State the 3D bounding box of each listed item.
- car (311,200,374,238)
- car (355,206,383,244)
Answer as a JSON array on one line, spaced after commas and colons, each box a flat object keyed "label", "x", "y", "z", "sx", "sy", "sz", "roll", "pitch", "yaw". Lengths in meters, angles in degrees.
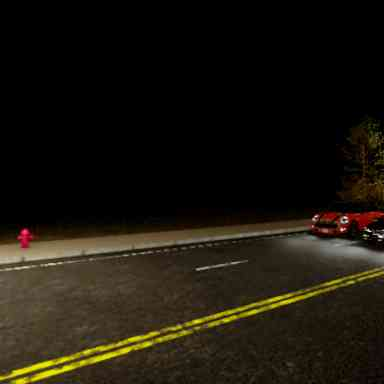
[{"label": "car", "x": 8.463, "y": 1.362, "z": 17.993, "sx": 4.553, "sy": 1.767, "sz": 2.097, "roll": 0, "pitch": 0, "yaw": -37}, {"label": "car", "x": 9.445, "y": 1.511, "z": 14.669, "sx": 4.892, "sy": 1.490, "sz": 1.837, "roll": 0, "pitch": 0, "yaw": -37}]
